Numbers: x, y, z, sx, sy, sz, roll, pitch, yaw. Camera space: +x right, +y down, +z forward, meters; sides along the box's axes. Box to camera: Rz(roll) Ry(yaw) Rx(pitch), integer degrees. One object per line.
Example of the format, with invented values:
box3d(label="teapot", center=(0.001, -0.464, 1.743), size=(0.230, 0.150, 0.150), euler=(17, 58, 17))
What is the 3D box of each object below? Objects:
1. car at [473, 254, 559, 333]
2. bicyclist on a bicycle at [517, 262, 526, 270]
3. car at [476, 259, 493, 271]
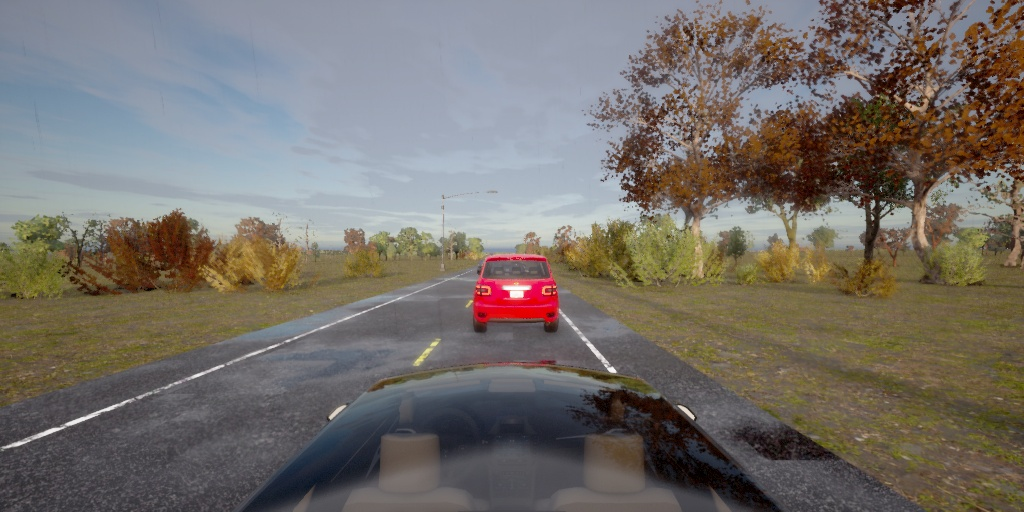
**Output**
box3d(label="car", center=(0.083, 0.968, 10.894), size=(2.150, 2.045, 5.566), euler=(0, 0, -1))
box3d(label="bicyclist on a bicycle", center=(0.873, 1.109, 30.073), size=(0.659, 1.776, 1.843), euler=(0, 0, 0))
box3d(label="car", center=(-3.857, 1.225, 50.623), size=(2.128, 1.511, 4.902), euler=(0, 0, -1))
